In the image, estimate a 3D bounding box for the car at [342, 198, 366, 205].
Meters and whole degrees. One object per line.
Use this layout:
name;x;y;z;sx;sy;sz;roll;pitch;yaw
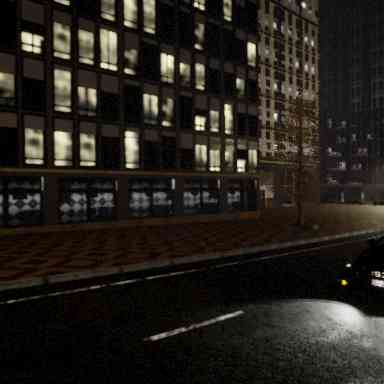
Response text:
car;28.816;1.675;59.446;1.802;1.307;4.206;0;1;-38

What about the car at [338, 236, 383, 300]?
car;5.220;1.604;7.704;4.181;1.385;1.994;0;0;-38

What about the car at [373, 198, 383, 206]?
car;32.328;1.697;54.975;1.947;1.339;4.313;0;1;-38

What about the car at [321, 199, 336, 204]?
car;25.338;1.621;63.941;1.947;1.339;4.313;0;1;-38
